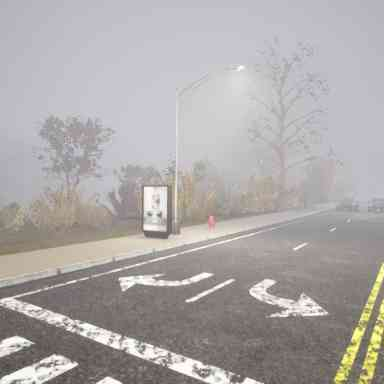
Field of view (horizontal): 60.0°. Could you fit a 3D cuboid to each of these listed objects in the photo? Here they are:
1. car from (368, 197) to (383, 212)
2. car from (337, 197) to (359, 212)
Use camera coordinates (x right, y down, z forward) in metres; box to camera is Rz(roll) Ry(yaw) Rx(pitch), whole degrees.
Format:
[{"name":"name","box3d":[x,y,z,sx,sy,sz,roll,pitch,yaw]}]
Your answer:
[{"name":"car","box3d":[21.463,1.393,38.137,2.097,1.767,4.553,0,0,30]},{"name":"car","box3d":[18.659,1.390,39.780,2.097,1.767,4.553,0,0,30]}]
